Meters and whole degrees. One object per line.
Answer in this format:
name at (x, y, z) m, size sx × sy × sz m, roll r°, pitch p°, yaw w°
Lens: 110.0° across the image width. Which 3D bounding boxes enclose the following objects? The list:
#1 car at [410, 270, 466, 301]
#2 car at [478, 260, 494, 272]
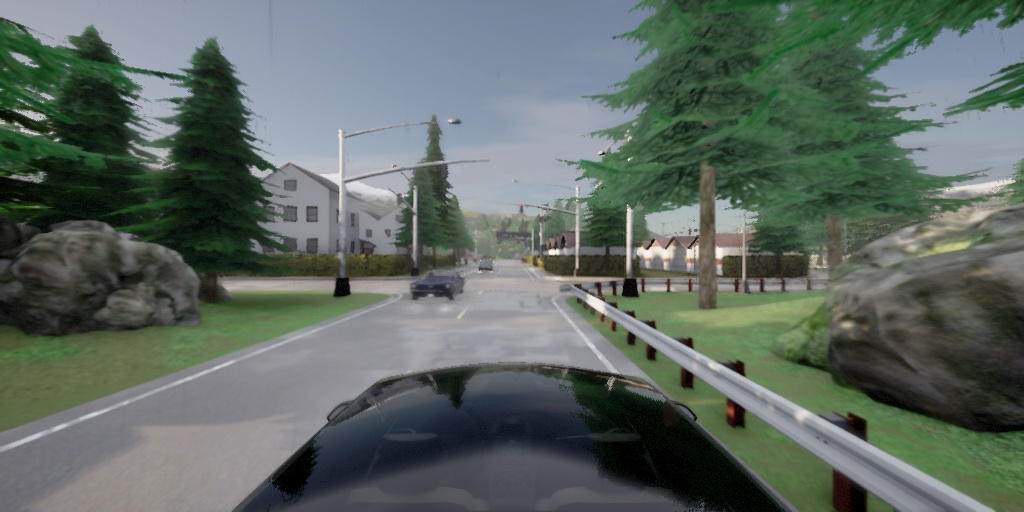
car at (-3.446, 1.351, 17.356) m, size 1.895 × 1.301 × 4.718 m, roll 0°, pitch 0°, yaw 0°
car at (-3.345, 1.296, 46.541) m, size 1.837 × 1.490 × 4.892 m, roll 0°, pitch 1°, yaw 0°
